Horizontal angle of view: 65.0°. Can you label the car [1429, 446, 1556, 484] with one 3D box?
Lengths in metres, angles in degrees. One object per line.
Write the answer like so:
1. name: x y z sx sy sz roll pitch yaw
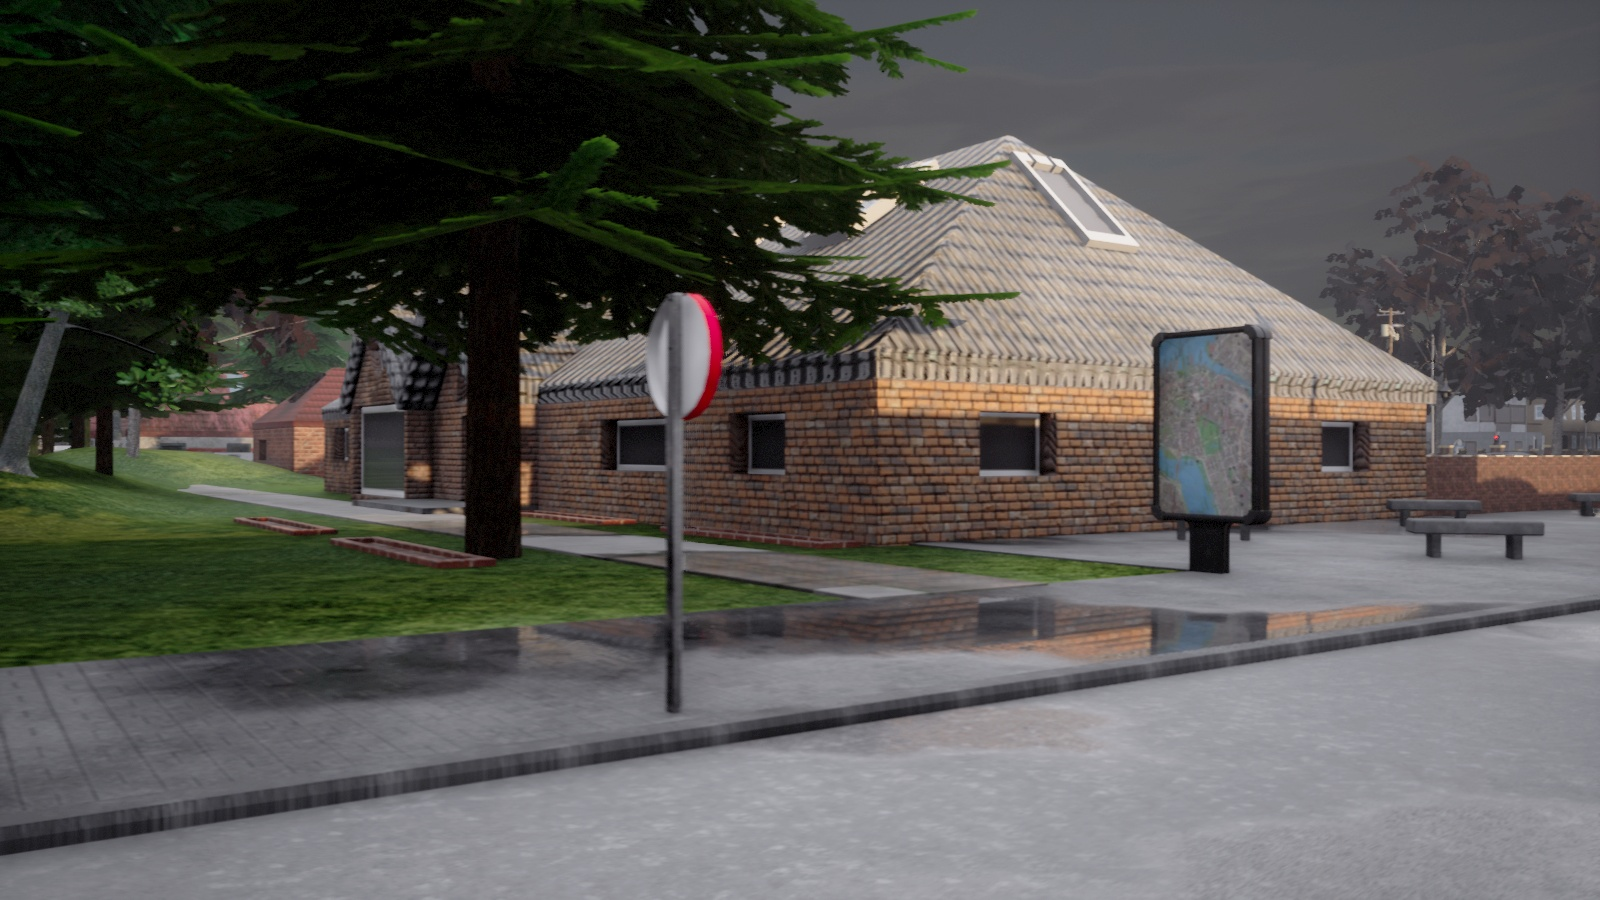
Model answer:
1. car: 32.069 0.678 58.262 2.242 1.667 4.611 0 0 -37
